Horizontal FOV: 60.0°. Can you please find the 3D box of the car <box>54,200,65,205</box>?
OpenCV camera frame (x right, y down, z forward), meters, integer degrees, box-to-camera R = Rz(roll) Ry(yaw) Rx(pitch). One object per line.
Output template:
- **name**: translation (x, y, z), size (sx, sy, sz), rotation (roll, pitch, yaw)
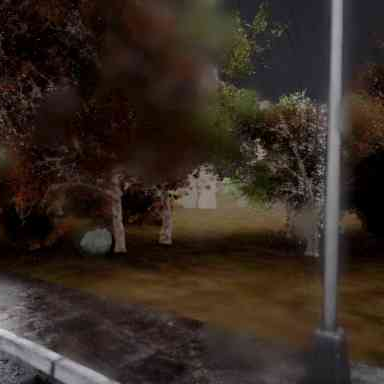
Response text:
- **car**: translation (-35.256, 2.888, 87.703), size (5.008, 1.535, 2.097), rotation (1, -3, 4)
